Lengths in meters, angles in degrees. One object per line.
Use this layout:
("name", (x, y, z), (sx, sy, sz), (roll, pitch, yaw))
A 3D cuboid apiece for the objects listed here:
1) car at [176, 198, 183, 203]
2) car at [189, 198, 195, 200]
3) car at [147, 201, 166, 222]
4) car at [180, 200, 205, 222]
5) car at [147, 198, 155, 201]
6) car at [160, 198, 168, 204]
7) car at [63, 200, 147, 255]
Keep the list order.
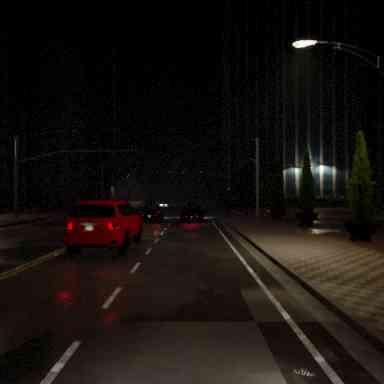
("car", (-3.518, 2.271, 91.674), (1.895, 1.301, 4.718), (0, -1, 0))
("car", (-0.017, 2.308, 91.105), (1.812, 1.442, 4.674), (0, -1, 0))
("car", (-3.542, 1.802, 29.381), (1.812, 1.442, 4.674), (0, 0, -1))
("car", (0.045, 1.783, 29.290), (1.837, 1.490, 4.892), (0, 0, 2))
("car", (-10.516, 2.287, 83.861), (1.837, 1.490, 4.892), (0, -1, 0))
("car", (-7.016, 2.312, 83.861), (2.128, 1.511, 4.902), (0, -1, 0))
("car", (-3.502, 1.349, 14.018), (2.150, 2.045, 5.566), (0, 0, 0))
